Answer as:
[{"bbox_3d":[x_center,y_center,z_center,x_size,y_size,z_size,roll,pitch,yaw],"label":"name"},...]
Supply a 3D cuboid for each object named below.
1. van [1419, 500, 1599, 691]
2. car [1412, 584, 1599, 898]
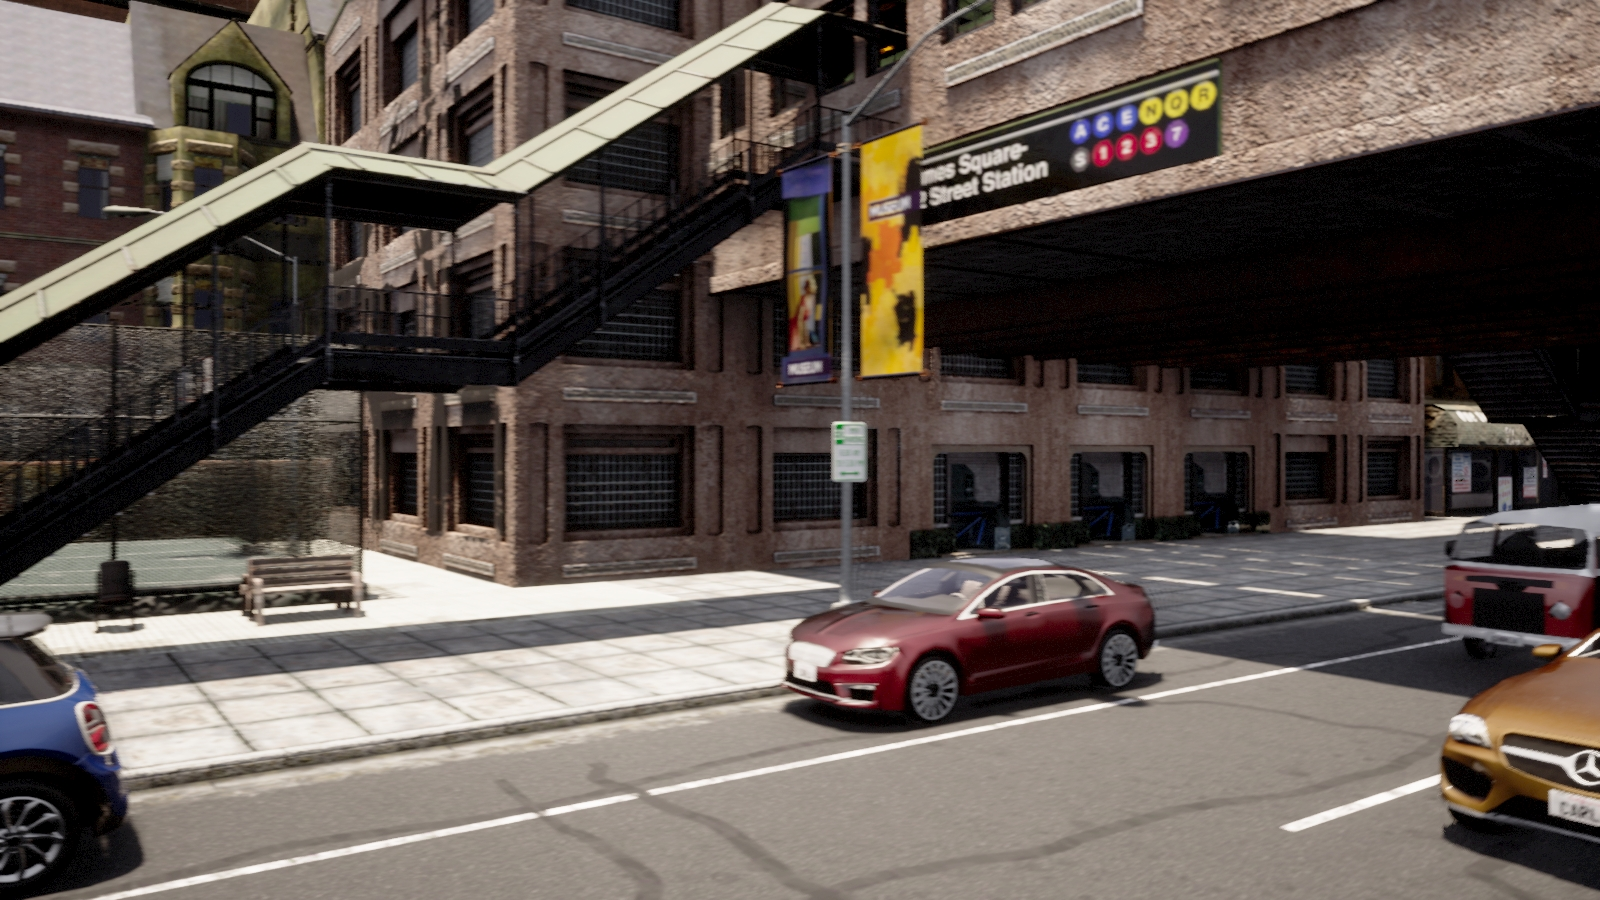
[{"bbox_3d":[10.538,1.782,15.383,4.480,2.038,2.069,0,0,-35],"label":"van"},{"bbox_3d":[7.038,1.992,8.696,5.027,1.651,2.152,0,0,-35],"label":"car"}]
